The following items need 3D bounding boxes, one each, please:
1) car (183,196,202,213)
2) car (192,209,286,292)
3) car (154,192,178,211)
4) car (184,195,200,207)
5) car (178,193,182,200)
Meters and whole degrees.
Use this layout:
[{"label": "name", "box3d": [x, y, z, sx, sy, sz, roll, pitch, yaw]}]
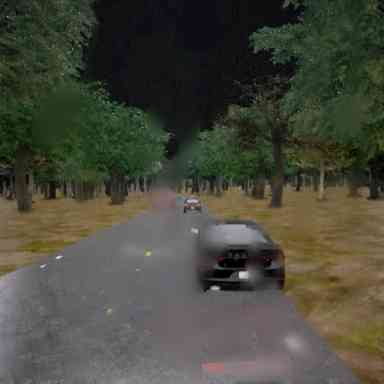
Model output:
[{"label": "car", "box3d": [0.051, 1.400, 35.567, 1.812, 1.442, 4.674, 0, 0, 0]}, {"label": "car", "box3d": [1.036, 1.462, 8.955, 1.882, 1.535, 5.008, 0, 0, 0]}, {"label": "car", "box3d": [-3.163, 1.071, 39.561, 2.150, 2.045, 5.566, 0, 0, 0]}, {"label": "car", "box3d": [-0.029, 1.289, 47.169, 2.128, 1.511, 4.902, 0, 0, 0]}, {"label": "car", "box3d": [-3.339, 1.087, 74.878, 1.837, 1.490, 4.892, 0, 0, -2]}]
